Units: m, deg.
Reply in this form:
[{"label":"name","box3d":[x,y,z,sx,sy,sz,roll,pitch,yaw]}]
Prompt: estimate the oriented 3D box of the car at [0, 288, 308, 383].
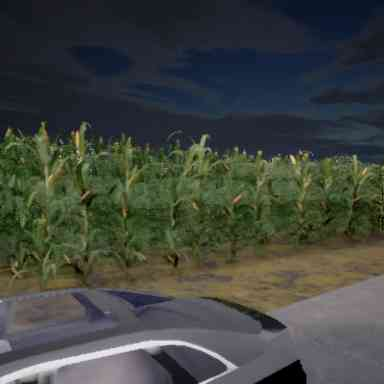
[{"label":"car","box3d":[-1.319,1.514,1.930,4.902,1.511,2.128,0,-1,-37]}]
